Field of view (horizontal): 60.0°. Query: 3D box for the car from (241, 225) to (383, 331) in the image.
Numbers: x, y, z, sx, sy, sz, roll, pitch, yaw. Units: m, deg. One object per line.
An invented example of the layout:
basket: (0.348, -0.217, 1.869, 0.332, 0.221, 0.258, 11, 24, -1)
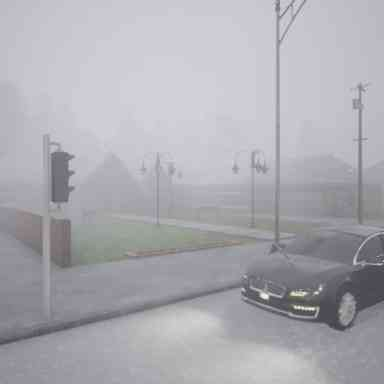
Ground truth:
car: (3.157, 1.505, 6.992, 4.892, 1.490, 1.837, 1, 0, -37)
